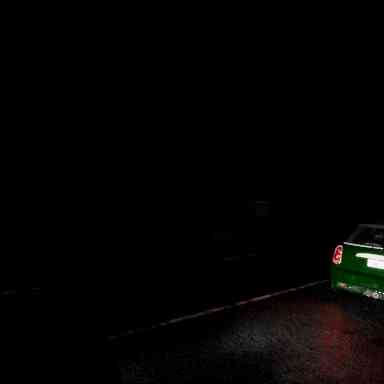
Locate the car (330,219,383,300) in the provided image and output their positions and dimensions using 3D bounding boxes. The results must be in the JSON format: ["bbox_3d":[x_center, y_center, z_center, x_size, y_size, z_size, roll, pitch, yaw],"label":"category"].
[{"bbox_3d":[5.140,1.352,7.404,4.553,1.767,2.097,0,0,-35],"label":"car"}]

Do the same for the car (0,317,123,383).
[{"bbox_3d":[-2.774,1.492,1.771,4.902,1.511,2.128,0,0,-36],"label":"car"}]
